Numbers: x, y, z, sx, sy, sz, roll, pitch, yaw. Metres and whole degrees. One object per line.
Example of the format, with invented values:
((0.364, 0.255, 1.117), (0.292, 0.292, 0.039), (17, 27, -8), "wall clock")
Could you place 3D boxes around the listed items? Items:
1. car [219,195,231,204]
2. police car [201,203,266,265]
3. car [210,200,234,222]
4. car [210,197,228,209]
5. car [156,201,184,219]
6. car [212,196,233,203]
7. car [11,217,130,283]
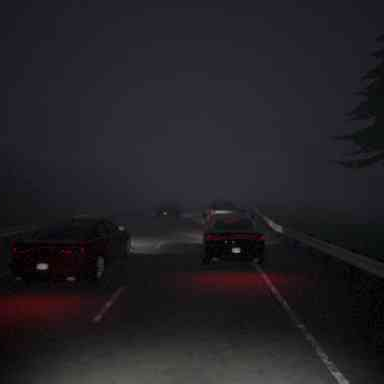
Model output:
((5.962, 1.378, 60.119), (1.882, 1.535, 5.008), (0, 0, 9), "car")
((1.337, 1.406, 11.803), (1.930, 1.638, 5.238), (0, 0, 3), "police car")
((2.482, 1.460, 27.297), (1.837, 1.490, 4.892), (0, 0, 6), "car")
((3.814, 1.414, 45.690), (2.128, 1.511, 4.902), (0, 0, 9), "car")
((-1.852, 1.474, 28.098), (1.812, 1.442, 4.674), (0, 0, 6), "car")
((1.946, 1.315, 21.423), (2.097, 1.767, 4.553), (0, 0, 5), "car")
((-3.149, 1.457, 9.676), (1.882, 1.535, 5.008), (0, 0, 2), "car")
